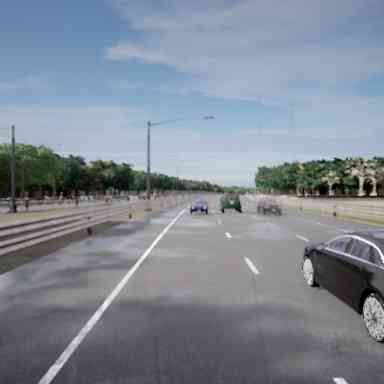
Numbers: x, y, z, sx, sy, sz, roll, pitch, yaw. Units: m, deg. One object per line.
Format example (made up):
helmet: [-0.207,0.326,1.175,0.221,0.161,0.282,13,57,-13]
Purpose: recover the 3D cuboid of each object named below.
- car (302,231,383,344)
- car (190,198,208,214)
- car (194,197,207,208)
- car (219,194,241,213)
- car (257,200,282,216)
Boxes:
car: [3.640,1.494,6.370,2.128,1.511,4.902,0,0,0]
car: [0.738,1.612,35.501,1.895,1.301,4.718,0,0,1]
car: [1.284,1.546,49.246,1.812,1.442,4.674,0,0,3]
car: [4.318,1.239,37.789,2.150,2.045,5.566,0,0,2]
car: [7.679,1.541,33.300,1.812,1.442,4.674,0,0,2]
